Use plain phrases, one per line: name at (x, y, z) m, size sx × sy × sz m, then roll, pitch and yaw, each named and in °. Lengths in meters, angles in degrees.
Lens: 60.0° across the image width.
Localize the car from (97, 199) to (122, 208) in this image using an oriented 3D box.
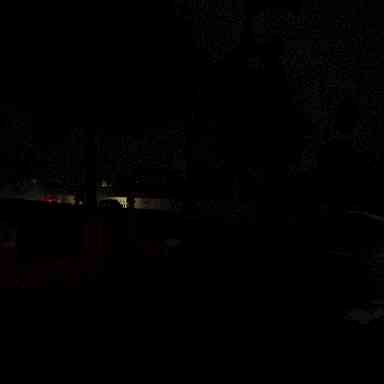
car at (-9.364, 1.544, 36.591) m, size 1.837 × 1.490 × 4.892 m, roll 0°, pitch 0°, yaw -36°

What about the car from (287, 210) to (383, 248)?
car at (6.650, 1.548, 14.871) m, size 4.674 × 1.442 × 1.812 m, roll 0°, pitch 1°, yaw 37°

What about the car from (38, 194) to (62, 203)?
car at (-19.770, 1.255, 46.149) m, size 2.150 × 2.045 × 5.566 m, roll 0°, pitch 0°, yaw -36°
